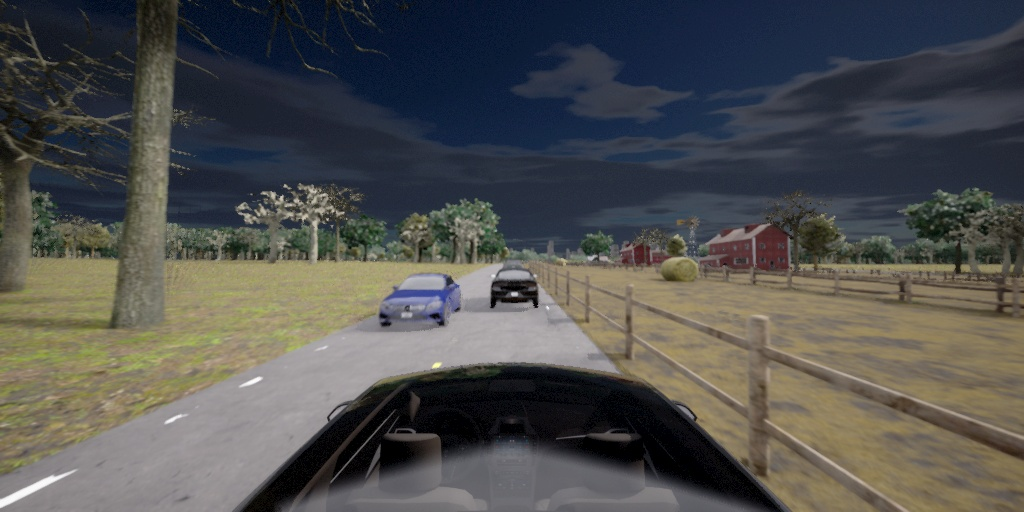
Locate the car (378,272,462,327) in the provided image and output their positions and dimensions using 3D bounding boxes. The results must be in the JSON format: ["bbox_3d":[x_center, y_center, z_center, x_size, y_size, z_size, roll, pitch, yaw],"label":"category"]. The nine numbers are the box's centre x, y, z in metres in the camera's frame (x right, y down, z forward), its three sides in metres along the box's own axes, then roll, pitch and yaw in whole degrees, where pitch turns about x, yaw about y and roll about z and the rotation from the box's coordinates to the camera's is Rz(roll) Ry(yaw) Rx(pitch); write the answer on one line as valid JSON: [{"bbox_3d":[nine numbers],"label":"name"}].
[{"bbox_3d":[-2.744,1.283,11.697,1.812,1.442,4.674,0,0,0],"label":"car"}]

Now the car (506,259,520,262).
[{"bbox_3d":[0.117,1.057,35.765,2.097,1.767,4.553,0,0,0],"label":"car"}]

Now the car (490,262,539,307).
[{"bbox_3d":[0.097,1.230,15.570,1.882,1.535,5.008,0,0,0],"label":"car"}]
